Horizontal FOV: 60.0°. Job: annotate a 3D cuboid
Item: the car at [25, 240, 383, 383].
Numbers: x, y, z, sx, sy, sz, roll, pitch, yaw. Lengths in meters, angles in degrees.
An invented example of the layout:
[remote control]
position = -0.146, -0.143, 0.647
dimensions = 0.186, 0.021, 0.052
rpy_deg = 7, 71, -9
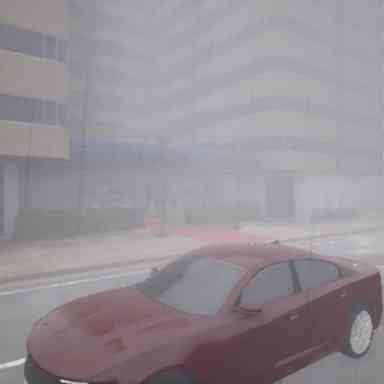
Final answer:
[car]
position = 0.572, 1.468, 4.400
dimensions = 5.008, 1.535, 1.882
rpy_deg = 0, 0, -35
